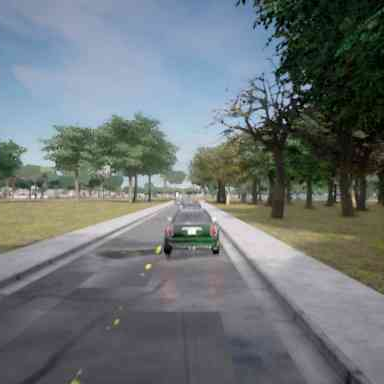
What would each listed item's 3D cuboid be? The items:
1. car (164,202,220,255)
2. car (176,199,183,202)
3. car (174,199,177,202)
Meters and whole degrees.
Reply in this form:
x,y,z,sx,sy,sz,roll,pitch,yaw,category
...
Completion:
x,y,z,sx,sy,sz,roll,pitch,yaw,category
-0.001,1.484,14.081,2.097,1.767,4.553,0,-1,0,car
-0.002,1.625,29.083,2.097,1.767,4.553,0,-1,0,car
-2.760,2.190,70.990,1.812,1.442,4.674,0,-1,0,car
